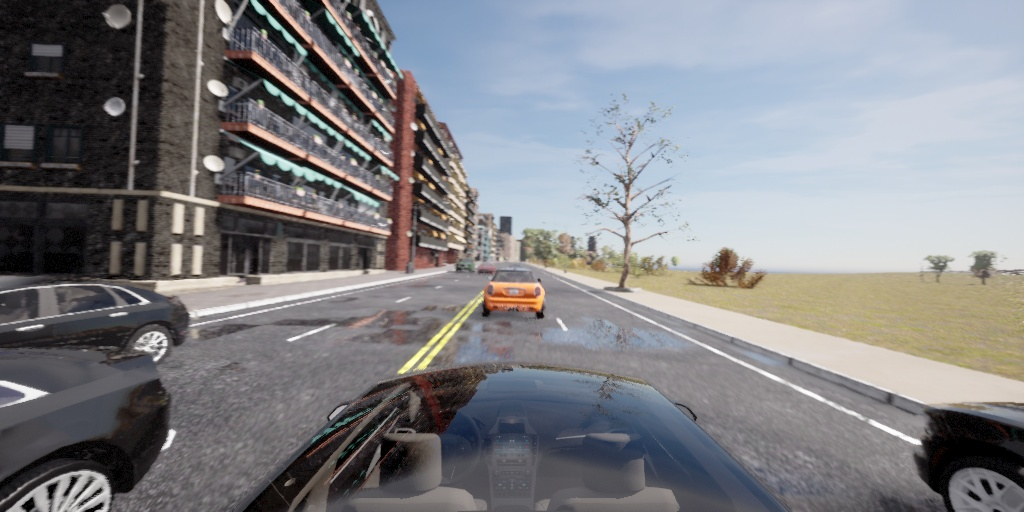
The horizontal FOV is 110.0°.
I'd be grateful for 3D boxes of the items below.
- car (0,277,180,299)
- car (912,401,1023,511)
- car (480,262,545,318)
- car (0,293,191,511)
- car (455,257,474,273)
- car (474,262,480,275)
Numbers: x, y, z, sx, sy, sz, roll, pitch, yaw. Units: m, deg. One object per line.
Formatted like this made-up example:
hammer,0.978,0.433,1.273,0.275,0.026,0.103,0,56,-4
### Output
car,-6.712,1.050,4.400,1.837,1.490,4.892,2,-1,1
car,4.237,1.365,0.840,1.882,1.535,5.008,2,-1,1
car,0.085,1.223,13.878,2.097,1.767,4.553,2,-1,1
car,-3.499,1.110,0.640,2.128,1.511,4.902,2,-1,1
car,-6.241,1.216,48.413,2.150,2.045,5.566,2,-1,1
car,-3.061,1.532,43.604,1.882,1.535,5.008,2,-1,1
